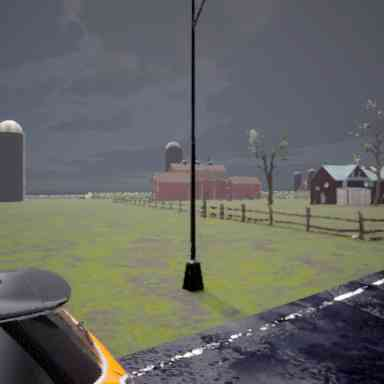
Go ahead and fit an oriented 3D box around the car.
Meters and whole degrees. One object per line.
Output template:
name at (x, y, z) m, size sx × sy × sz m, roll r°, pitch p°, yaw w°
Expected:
car at (-2.472, 1.360, 1.434) m, size 4.553 × 1.767 × 2.097 m, roll 0°, pitch 0°, yaw -36°
